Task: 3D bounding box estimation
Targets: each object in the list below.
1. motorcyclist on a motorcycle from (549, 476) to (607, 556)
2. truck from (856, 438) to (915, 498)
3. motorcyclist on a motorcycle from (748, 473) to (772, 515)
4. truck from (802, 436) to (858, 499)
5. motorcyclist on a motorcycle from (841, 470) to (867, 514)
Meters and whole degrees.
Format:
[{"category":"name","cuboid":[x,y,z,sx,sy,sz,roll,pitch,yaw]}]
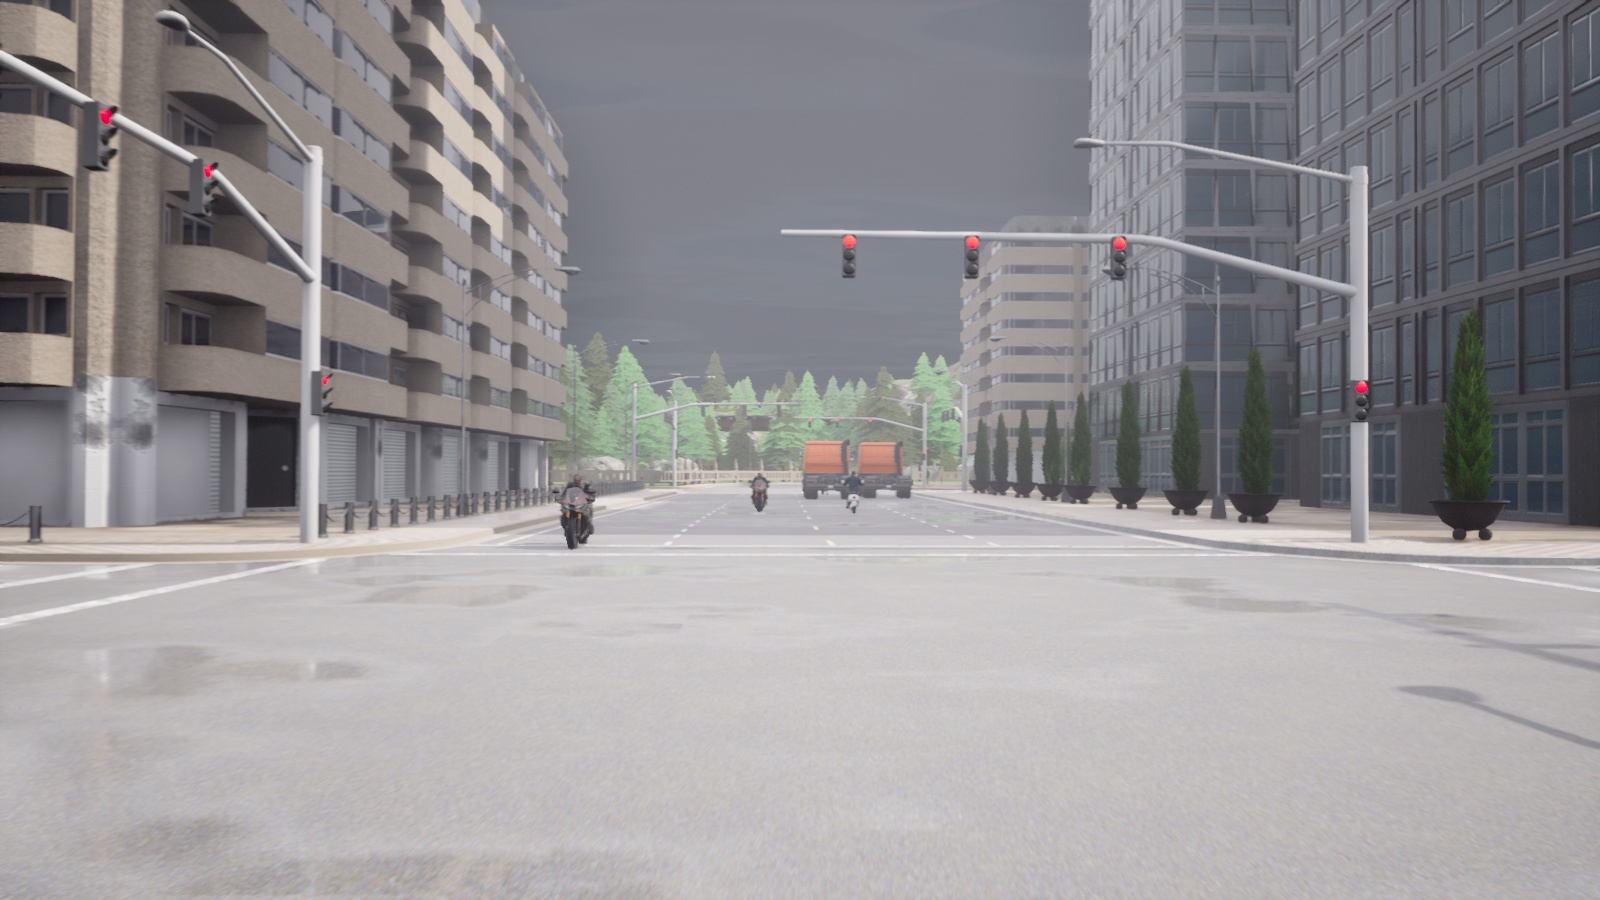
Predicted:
[{"category":"motorcyclist on a motorcycle","cuboid":[-4.493,1.300,25.545,0.866,1.530,2.191,0,-1,-2]},{"category":"truck","cuboid":[5.103,1.094,76.457,2.891,3.462,7.936,0,-1,-1]},{"category":"motorcyclist on a motorcycle","cuboid":[-1.501,1.655,47.732,0.866,1.530,2.191,0,-1,-1]},{"category":"truck","cuboid":[1.653,1.042,72.712,2.891,3.462,7.936,0,-1,-1]},{"category":"motorcyclist on a motorcycle","cuboid":[2.011,1.547,46.944,0.866,1.590,1.817,0,-1,-1]}]
